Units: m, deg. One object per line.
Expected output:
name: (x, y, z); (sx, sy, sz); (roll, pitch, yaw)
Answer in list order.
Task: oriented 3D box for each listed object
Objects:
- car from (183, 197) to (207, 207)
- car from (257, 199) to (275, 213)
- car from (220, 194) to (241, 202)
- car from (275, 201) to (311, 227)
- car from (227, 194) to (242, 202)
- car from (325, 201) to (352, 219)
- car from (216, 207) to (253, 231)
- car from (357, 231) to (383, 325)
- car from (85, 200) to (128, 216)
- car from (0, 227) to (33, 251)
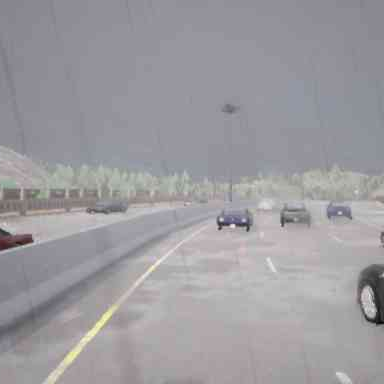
car: (0.517, 1.444, 45.412); (2.128, 1.511, 4.902); (0, 0, 26)
car: (8.596, 1.486, 37.314); (1.812, 1.442, 4.674); (0, 0, 24)
car: (5.458, 1.427, 47.597); (1.882, 1.535, 5.008); (0, 0, 26)
car: (6.900, 1.468, 22.400); (2.128, 1.511, 4.902); (0, 0, 15)
car: (9.075, 1.292, 70.676); (1.837, 1.490, 4.892); (0, 0, 26)
car: (12.501, 1.496, 28.435); (1.812, 1.442, 4.674); (0, 0, 20)
car: (2.776, 1.575, 20.564); (1.895, 1.301, 4.718); (0, 0, 13)
car: (3.834, 1.501, 4.160); (1.837, 1.490, 4.892); (0, 0, 3)
car: (-8.317, 1.512, 33.129); (2.033, 1.411, 5.357); (0, 0, 19)
car: (-6.501, 1.591, 9.034); (1.895, 1.301, 4.718); (0, 0, 6)
